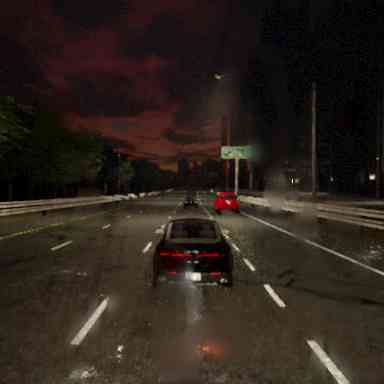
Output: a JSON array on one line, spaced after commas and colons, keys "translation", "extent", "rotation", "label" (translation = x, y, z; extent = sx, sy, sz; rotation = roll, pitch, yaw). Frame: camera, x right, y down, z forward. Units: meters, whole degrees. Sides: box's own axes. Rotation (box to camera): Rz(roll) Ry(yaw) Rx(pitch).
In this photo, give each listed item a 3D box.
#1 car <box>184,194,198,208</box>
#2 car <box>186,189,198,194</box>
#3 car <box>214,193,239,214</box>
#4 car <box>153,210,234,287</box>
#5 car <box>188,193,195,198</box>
[{"translation": [-0.161, 1.353, 44.871], "extent": [2.033, 1.411, 5.357], "rotation": [0, 0, 0], "label": "car"}, {"translation": [-0.174, 0.909, 63.442], "extent": [2.150, 2.045, 5.566], "rotation": [0, 0, 0], "label": "car"}, {"translation": [3.484, 1.112, 34.214], "extent": [2.150, 2.045, 5.566], "rotation": [0, 1, 0], "label": "car"}, {"translation": [0.022, 1.472, 9.212], "extent": [1.837, 1.490, 4.892], "rotation": [0, 0, 0], "label": "car"}, {"translation": [-0.049, 0.941, 92.803], "extent": [1.812, 1.442, 4.674], "rotation": [0, 1, 0], "label": "car"}]
